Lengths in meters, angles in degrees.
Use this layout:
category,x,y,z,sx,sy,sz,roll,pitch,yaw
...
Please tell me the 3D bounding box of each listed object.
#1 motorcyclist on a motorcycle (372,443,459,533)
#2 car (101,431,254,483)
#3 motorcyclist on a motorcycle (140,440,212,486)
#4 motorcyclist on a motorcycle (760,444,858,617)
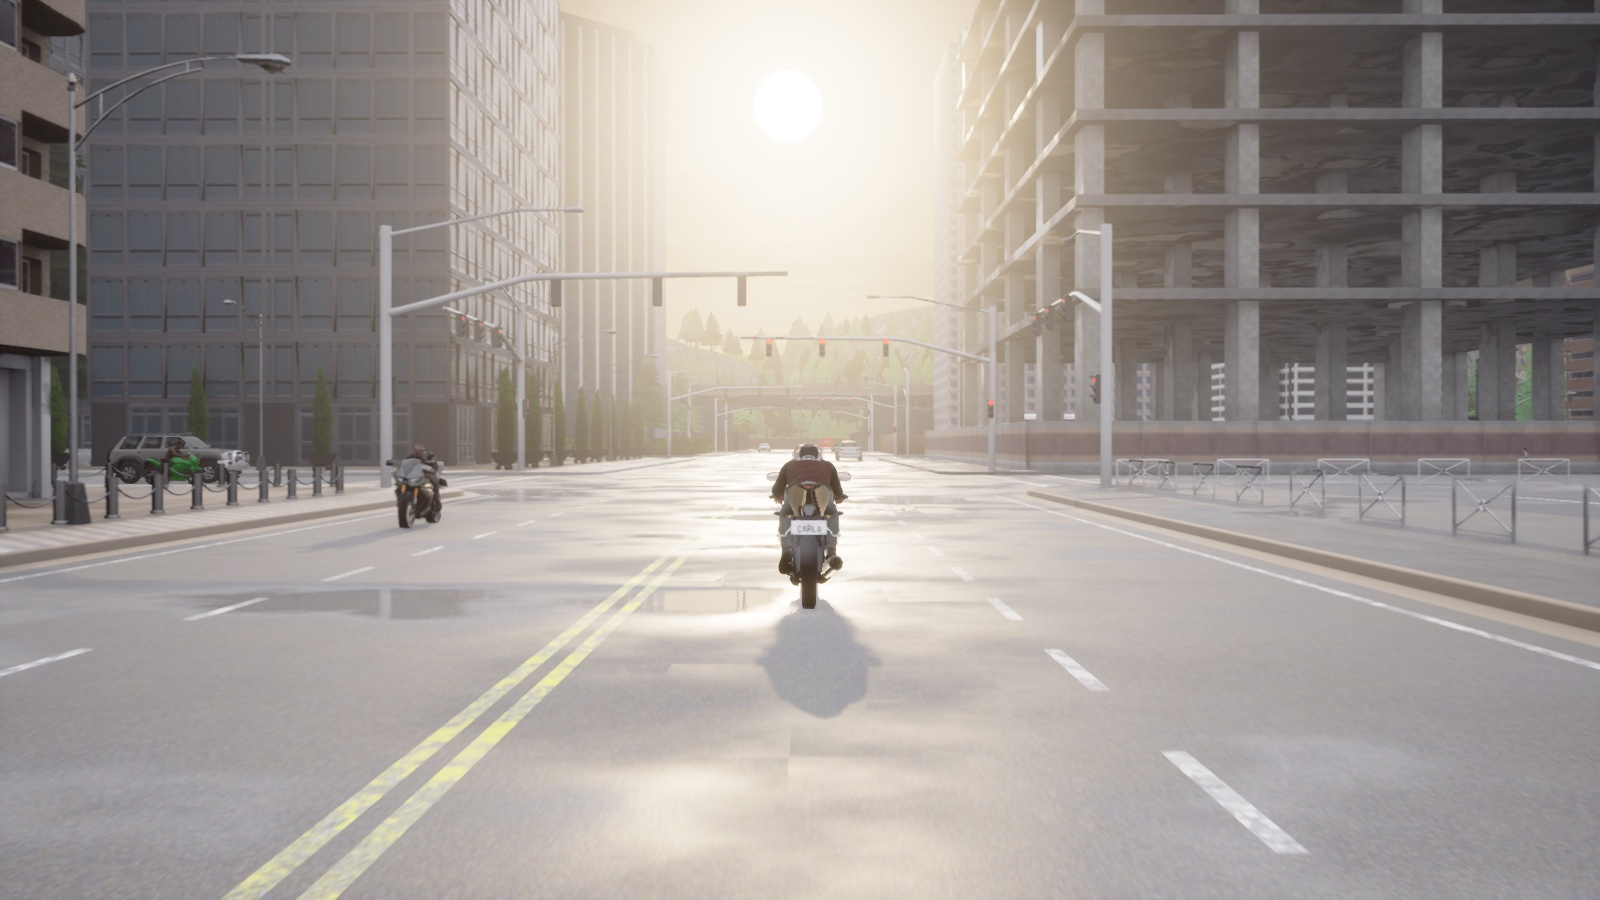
category,x,y,z,sx,sy,sz,roll,pitch,yaw
motorcyclist on a motorcycle,-6.857,0.649,22.517,0.866,1.530,2.191,0,0,0
car,-22.528,0.233,45.574,4.605,1.855,1.932,0,0,0
motorcyclist on a motorcycle,-20.892,0.419,42.069,2.044,1.523,0.797,0,0,0
motorcyclist on a motorcycle,0.085,0.712,12.272,0.866,1.530,2.191,0,0,0
